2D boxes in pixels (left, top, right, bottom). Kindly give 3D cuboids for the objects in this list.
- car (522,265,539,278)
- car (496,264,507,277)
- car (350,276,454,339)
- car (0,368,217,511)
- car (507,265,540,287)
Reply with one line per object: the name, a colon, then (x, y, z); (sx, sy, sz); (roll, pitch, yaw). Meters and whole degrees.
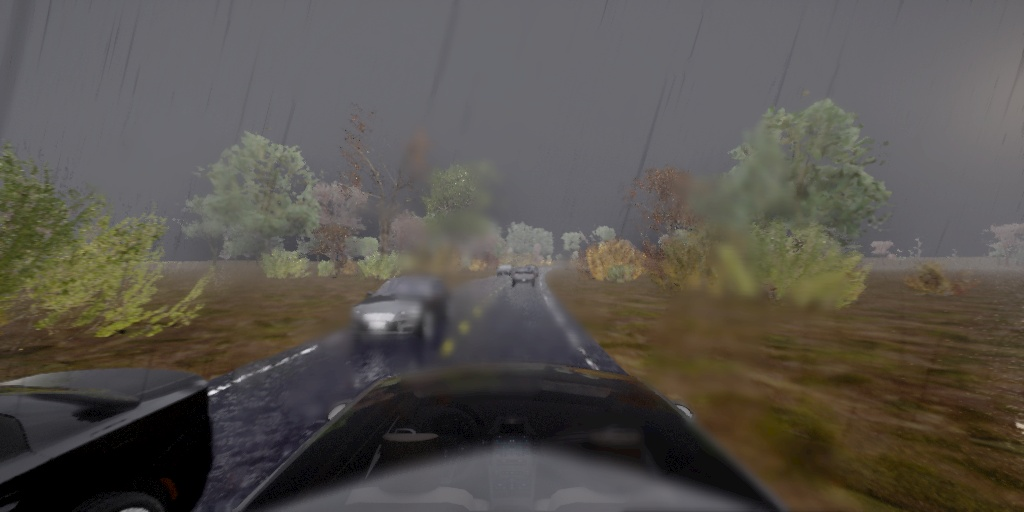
car: (2.382, 1.861, 45.190); (1.837, 1.490, 4.892); (0, -1, 6)
car: (-0.796, 1.830, 45.438); (1.882, 1.535, 5.008); (0, -1, 6)
car: (-2.959, 1.357, 10.583); (2.128, 1.511, 4.902); (0, -1, 1)
car: (-3.066, 1.206, 0.450); (1.882, 1.535, 5.008); (0, -1, 0)
car: (1.024, 1.618, 29.010); (2.128, 1.511, 4.902); (0, -1, 4)
